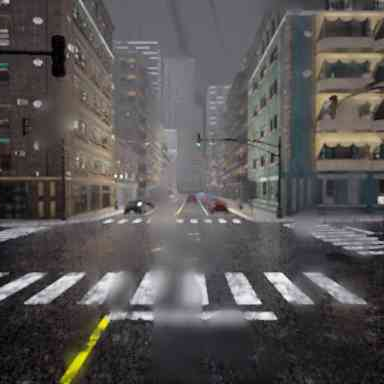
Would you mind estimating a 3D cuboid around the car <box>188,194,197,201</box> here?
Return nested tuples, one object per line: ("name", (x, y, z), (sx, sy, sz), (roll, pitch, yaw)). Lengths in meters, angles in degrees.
("car", (0.028, 1.182, 73.146), (1.882, 1.535, 5.008), (0, 0, 0))

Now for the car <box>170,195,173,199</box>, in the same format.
("car", (-5.670, 1.455, 72.364), (1.802, 1.307, 4.206), (0, 0, 0))

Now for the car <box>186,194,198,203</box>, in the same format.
("car", (0.023, 1.238, 63.111), (2.097, 1.767, 4.553), (0, 0, 0))

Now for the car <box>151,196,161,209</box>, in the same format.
("car", (-5.680, 1.479, 44.747), (1.947, 1.339, 4.313), (0, 0, 0))

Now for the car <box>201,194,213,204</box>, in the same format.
("car", (2.703, 1.450, 50.254), (1.887, 1.381, 4.507), (0, 0, 0))

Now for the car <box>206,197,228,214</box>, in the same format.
("car", (2.697, 1.514, 33.684), (1.802, 1.307, 4.206), (0, 0, 0))

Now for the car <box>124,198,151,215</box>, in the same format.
("car", (-5.684, 1.498, 33.699), (1.947, 1.339, 4.313), (0, 0, 0))

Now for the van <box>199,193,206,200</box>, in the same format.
("van", (2.715, 1.194, 88.919), (1.690, 1.788, 3.998), (-1, 0, 0))

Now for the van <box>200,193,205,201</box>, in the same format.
("van", (2.703, 1.238, 55.778), (1.690, 1.788, 3.998), (0, 0, 0))

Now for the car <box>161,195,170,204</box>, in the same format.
("car", (-5.674, 1.433, 61.317), (1.887, 1.381, 4.507), (0, 0, 0))

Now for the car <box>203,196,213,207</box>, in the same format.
("car", (2.699, 1.488, 39.208), (1.947, 1.339, 4.313), (0, 0, 0))
